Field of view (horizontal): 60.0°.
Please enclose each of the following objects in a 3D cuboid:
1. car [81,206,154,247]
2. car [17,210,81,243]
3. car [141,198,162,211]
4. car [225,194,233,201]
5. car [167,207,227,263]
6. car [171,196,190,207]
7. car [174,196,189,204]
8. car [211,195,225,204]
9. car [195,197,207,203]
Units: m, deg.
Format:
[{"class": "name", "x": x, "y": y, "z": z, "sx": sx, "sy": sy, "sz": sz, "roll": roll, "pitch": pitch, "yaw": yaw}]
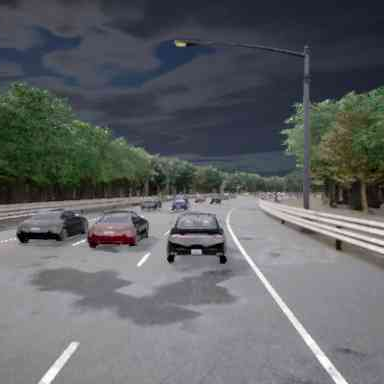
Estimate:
[{"class": "car", "x": -3.160, "y": 1.563, "z": 14.992, "sx": 1.994, "sy": 1.385, "sz": 4.181, "roll": 0, "pitch": 0, "yaw": 2}, {"class": "car", "x": -6.594, "y": 1.557, "z": 16.222, "sx": 1.994, "sy": 1.385, "sz": 4.181, "roll": 0, "pitch": 0, "yaw": 2}, {"class": "car", "x": -4.975, "y": 1.495, "z": 41.324, "sx": 2.128, "sy": 1.511, "sz": 4.902, "roll": 0, "pitch": 0, "yaw": 6}, {"class": "car", "x": 8.745, "y": 1.471, "z": 86.923, "sx": 2.128, "sy": 1.511, "sz": 4.902, "roll": 0, "pitch": 0, "yaw": 12}, {"class": "car", "x": 0.198, "y": 1.497, "z": 11.948, "sx": 2.128, "sy": 1.511, "sz": 4.902, "roll": 0, "pitch": 0, "yaw": 2}, {"class": "car", "x": -1.374, "y": 1.538, "z": 42.010, "sx": 1.812, "sy": 1.442, "sz": 4.674, "roll": 0, "pitch": 0, "yaw": 6}, {"class": "car", "x": -2.062, "y": 1.523, "z": 66.358, "sx": 2.033, "sy": 1.411, "sz": 5.357, "roll": 0, "pitch": 0, "yaw": 10}, {"class": "car", "x": 4.728, "y": 1.510, "z": 63.782, "sx": 1.837, "sy": 1.490, "sz": 4.892, "roll": 0, "pitch": 0, "yaw": 8}, {"class": "car", "x": 1.909, "y": 1.593, "z": 68.954, "sx": 1.895, "sy": 1.301, "sz": 4.718, "roll": 0, "pitch": 0, "yaw": 9}]
